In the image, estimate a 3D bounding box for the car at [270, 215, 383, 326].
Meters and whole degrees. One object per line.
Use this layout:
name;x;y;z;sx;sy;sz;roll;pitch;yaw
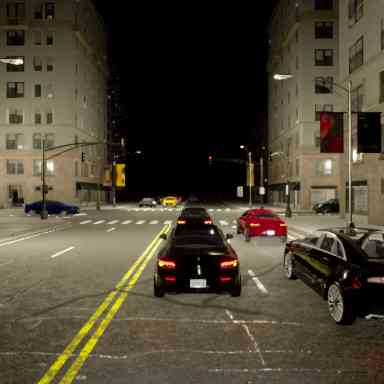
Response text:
car;3.352;1.493;7.052;2.128;1.511;4.902;0;0;1

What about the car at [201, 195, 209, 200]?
car;3.443;1.443;88.507;1.994;1.385;4.181;0;0;0

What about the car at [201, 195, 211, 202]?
car;3.420;1.558;78.087;2.033;1.411;5.357;0;0;0

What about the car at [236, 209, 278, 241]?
car;3.284;1.529;16.147;1.812;1.442;4.674;0;0;0

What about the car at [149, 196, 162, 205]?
car;-6.451;1.526;58.895;1.837;1.490;4.892;0;0;0

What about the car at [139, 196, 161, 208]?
car;-6.462;1.566;49.156;2.033;1.411;5.357;0;0;4

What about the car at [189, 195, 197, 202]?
car;0.172;1.614;78.541;1.895;1.301;4.718;0;0;0

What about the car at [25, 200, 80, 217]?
car;-13.009;1.469;31.143;5.008;1.535;1.882;0;0;6

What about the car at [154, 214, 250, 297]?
car;0.115;1.527;8.453;1.812;1.442;4.674;0;0;0

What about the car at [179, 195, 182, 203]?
car;-3.200;1.622;58.781;1.895;1.301;4.718;0;0;0

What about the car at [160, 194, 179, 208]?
car;-3.246;1.496;49.443;1.882;1.535;5.008;0;0;-1

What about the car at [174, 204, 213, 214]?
car;0.136;1.530;17.362;1.812;1.442;4.674;0;0;0

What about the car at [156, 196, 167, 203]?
car;-6.350;1.548;69.048;1.812;1.442;4.674;0;0;0

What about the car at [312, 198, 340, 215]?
car;14.835;1.411;34.402;4.553;1.767;2.097;0;0;1

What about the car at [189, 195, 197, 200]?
car;0.193;1.443;88.514;1.994;1.385;4.181;0;0;0

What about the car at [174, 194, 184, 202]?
car;-3.080;1.355;78.195;2.097;1.767;4.553;0;0;0

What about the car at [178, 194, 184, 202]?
car;-3.113;1.374;68.233;2.097;1.767;4.553;0;0;0
